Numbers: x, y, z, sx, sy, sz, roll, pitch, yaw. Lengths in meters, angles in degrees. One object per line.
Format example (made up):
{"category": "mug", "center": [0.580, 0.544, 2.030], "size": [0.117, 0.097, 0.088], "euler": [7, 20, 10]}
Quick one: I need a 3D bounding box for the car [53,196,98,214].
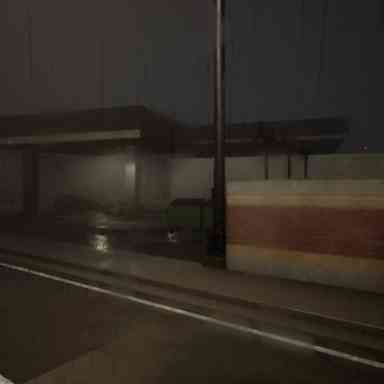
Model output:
{"category": "car", "center": [-10.995, 1.168, 32.315], "size": [2.242, 1.667, 4.611], "euler": [0, 0, 37]}

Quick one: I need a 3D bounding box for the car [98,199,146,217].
{"category": "car", "center": [-5.921, 1.355, 29.517], "size": [1.970, 1.475, 3.806], "euler": [0, 0, 37]}
